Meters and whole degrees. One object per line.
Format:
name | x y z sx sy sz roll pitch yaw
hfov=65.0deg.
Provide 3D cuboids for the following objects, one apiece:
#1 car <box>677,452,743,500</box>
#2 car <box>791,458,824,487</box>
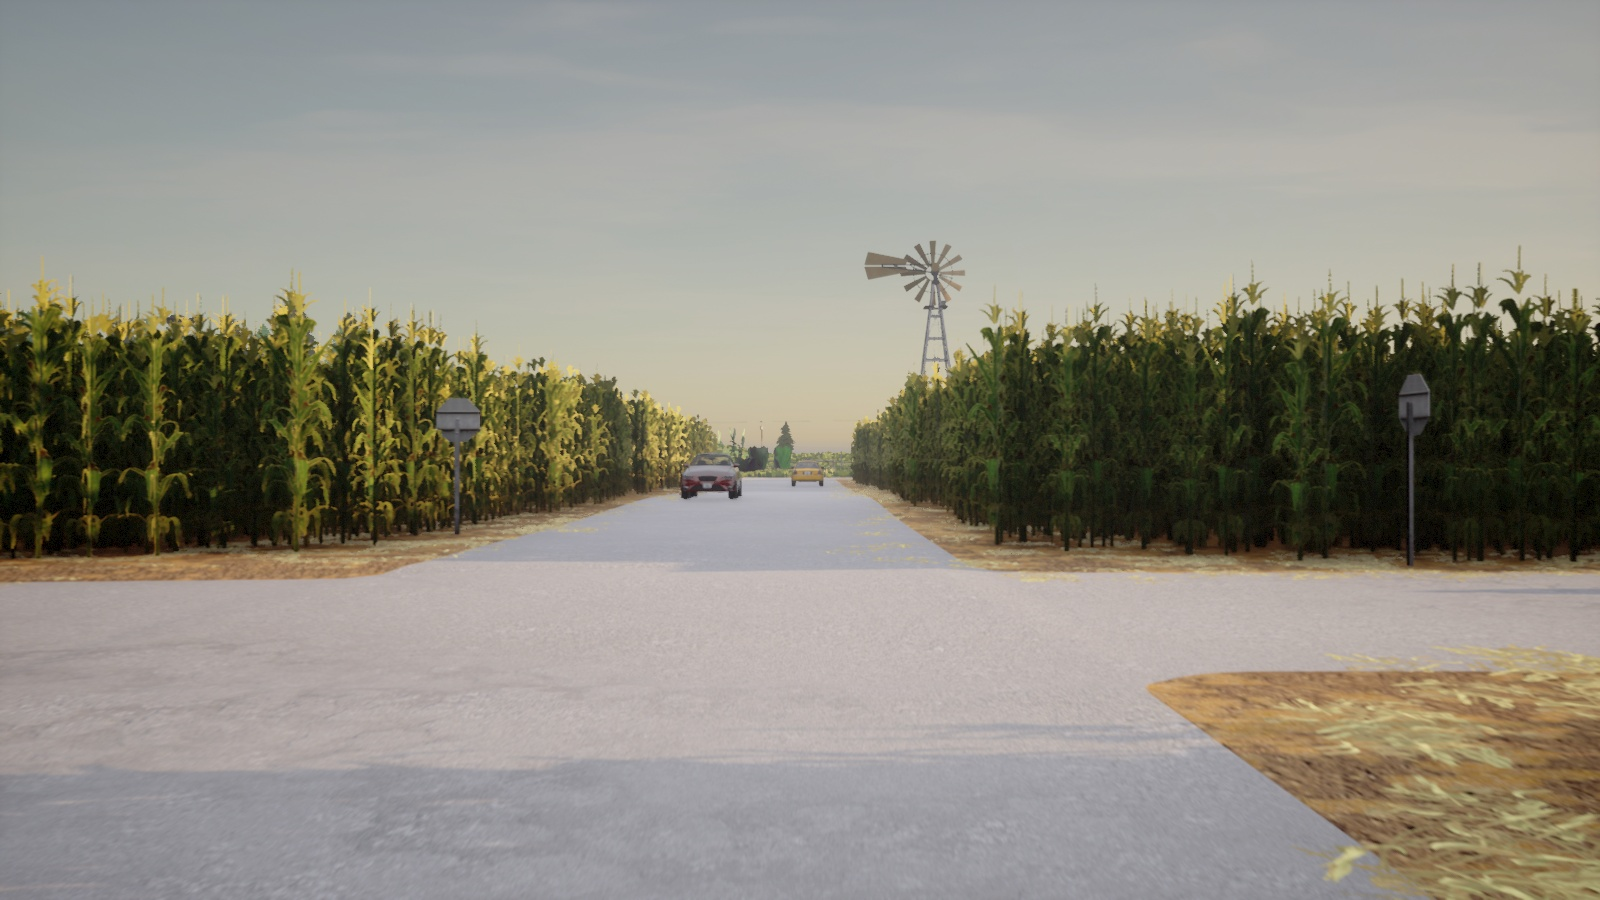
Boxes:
car | -2.852 0.828 40.688 1.816 1.474 4.193 0 -1 0
car | 0.429 1.260 72.356 1.801 1.575 5.366 0 0 0
